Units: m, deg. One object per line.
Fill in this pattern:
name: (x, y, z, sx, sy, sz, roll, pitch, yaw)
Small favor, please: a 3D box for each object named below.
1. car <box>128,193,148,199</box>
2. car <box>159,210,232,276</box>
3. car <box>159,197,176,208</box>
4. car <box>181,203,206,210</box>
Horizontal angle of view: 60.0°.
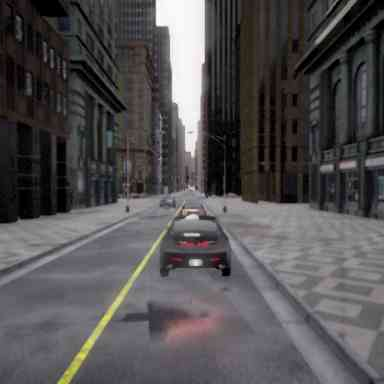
car: (-15.311, 1.116, 93.384, 4.097, 1.590, 1.967, 0, 1, 0)
car: (0.084, 1.445, 10.109, 1.837, 1.490, 4.892, 0, -1, 0)
car: (-3.075, 1.347, 42.749, 1.994, 1.385, 4.181, 0, 0, 0)
car: (0.088, 1.468, 25.567, 1.895, 1.301, 4.718, 0, 0, 0)
